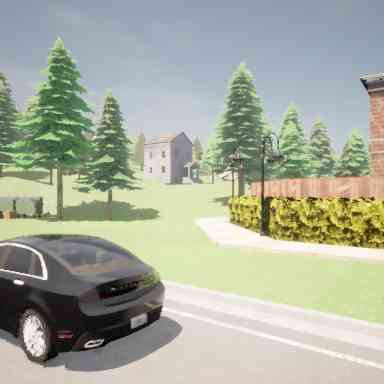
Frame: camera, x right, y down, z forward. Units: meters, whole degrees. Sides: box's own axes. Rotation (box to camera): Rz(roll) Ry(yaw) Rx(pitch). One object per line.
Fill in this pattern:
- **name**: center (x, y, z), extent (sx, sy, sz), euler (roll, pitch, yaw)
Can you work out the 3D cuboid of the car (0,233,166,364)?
- **car**: center (-2.683, 1.503, 5.903), extent (4.892, 1.490, 1.837), euler (0, 0, 36)
